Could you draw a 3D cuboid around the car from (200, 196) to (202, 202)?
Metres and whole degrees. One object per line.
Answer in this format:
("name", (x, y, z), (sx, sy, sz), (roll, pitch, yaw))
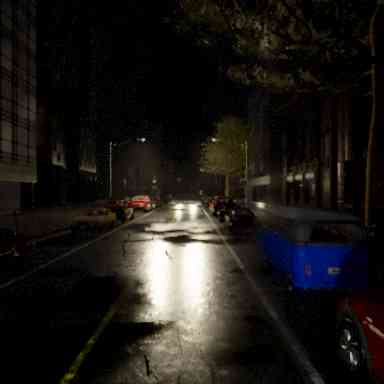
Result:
("car", (2.863, 1.637, 59.253), (1.802, 1.307, 4.206), (0, 0, 0))

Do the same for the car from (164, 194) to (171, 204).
("car", (-5.662, 1.634, 64.899), (1.947, 1.339, 4.313), (0, 0, 0))

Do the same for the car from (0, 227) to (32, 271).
("car", (-5.667, 1.577, 8.511), (1.802, 1.307, 4.206), (0, 0, 0))

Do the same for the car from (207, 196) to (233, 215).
("car", (2.859, 1.324, 31.056), (2.192, 1.841, 5.009), (0, 0, 0))

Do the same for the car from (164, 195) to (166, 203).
("car", (-5.663, 1.588, 53.621), (1.887, 1.381, 4.507), (0, 0, 0))

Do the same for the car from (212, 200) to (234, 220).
("car", (2.859, 1.566, 25.415), (1.947, 1.339, 4.313), (0, 0, 0))

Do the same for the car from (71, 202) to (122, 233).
("car", (-5.667, 1.519, 19.618), (1.752, 1.417, 4.829), (0, 0, 0))

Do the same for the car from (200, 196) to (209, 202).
("car", (2.864, 1.665, 76.171), (1.947, 1.339, 4.313), (0, 0, 0))

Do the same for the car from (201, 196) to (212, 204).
("car", (2.863, 1.508, 64.894), (1.967, 1.590, 4.097), (0, 0, 0))

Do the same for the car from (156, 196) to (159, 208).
("car", (-5.664, 1.591, 42.344), (1.947, 1.339, 4.313), (0, 0, 0))

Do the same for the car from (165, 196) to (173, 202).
("car", (-5.661, 1.699, 81.814), (1.802, 1.307, 4.206), (0, 0, 0))

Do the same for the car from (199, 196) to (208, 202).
("car", (2.864, 1.683, 81.811), (1.947, 1.339, 4.313), (0, 0, 0))

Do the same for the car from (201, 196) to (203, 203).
("car", (2.862, 1.570, 53.784), (1.752, 1.417, 4.829), (0, 0, 0))

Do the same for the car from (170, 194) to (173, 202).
("car", (-5.662, 1.649, 70.536), (1.947, 1.339, 4.313), (0, 0, 0))

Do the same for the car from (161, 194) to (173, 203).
("car", (-5.662, 1.414, 76.175), (2.192, 1.841, 5.009), (0, 0, 0))

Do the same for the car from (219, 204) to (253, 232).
("car", (2.858, 1.576, 19.777), (1.802, 1.307, 4.206), (0, 0, 0))

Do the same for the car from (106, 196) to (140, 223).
("car", (-5.667, 1.315, 25.426), (2.192, 1.841, 5.009), (0, 0, 0))

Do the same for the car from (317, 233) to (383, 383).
("car", (2.858, 1.438, 2.858), (1.967, 1.590, 4.097), (0, 0, 0))

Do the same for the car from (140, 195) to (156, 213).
("car", (-5.665, 1.332, 36.705), (2.192, 1.841, 5.009), (0, 0, 0))

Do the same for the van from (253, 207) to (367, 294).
("van", (2.858, 1.336, 8.498), (1.690, 1.788, 3.998), (0, 0, 0))

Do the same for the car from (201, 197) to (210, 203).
("car", (2.864, 1.665, 70.532), (1.802, 1.307, 4.206), (0, 0, 0))

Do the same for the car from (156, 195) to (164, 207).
("car", (-5.664, 1.349, 47.982), (2.192, 1.841, 5.009), (0, 0, 0))

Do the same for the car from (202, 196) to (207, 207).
("car", (2.862, 1.600, 47.974), (1.947, 1.339, 4.313), (0, 0, 0))
